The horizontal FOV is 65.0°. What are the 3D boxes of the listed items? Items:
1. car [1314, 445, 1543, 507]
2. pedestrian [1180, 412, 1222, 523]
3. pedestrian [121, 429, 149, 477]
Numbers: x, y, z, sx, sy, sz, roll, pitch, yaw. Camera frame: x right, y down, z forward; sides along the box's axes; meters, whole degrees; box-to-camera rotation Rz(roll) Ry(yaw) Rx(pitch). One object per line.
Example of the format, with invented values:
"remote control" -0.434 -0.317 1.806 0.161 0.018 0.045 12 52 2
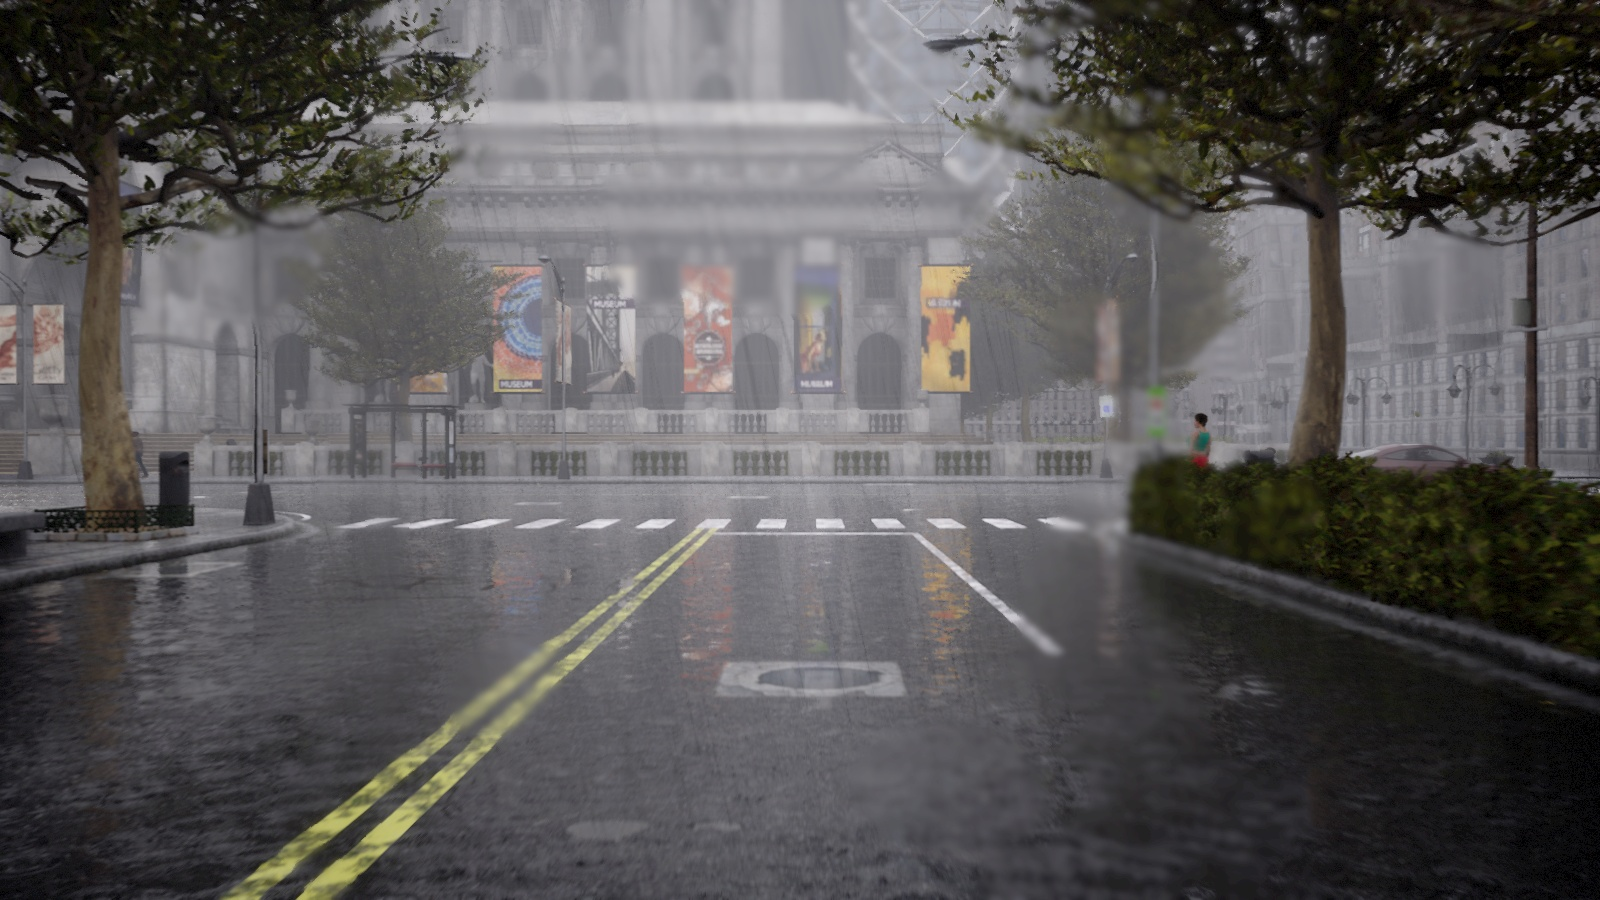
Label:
"car" 15.260 0.612 30.655 4.674 1.442 1.812 0 0 1
"pedestrian" 6.755 0.289 21.166 0.345 1.836 0.594 0 0 -26
"pedestrian" -25.424 0.112 48.013 0.869 1.805 0.328 0 0 -9
